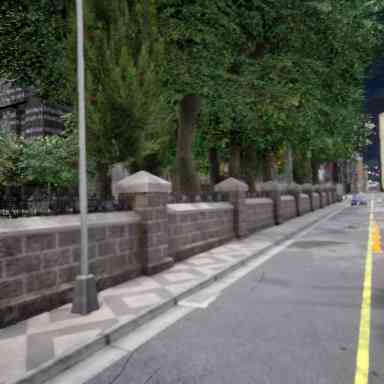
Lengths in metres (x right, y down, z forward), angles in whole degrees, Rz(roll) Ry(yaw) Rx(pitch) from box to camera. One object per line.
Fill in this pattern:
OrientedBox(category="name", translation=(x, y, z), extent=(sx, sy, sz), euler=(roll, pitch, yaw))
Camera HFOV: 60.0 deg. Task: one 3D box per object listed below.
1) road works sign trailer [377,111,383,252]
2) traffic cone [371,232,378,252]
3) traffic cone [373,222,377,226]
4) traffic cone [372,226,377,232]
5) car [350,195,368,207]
OrientedBox(category="road works sign trailer", translation=(4.248, 0.347, 5.072), extent=(2.380, 3.560, 2.880), euler=(-3, -1, 28))
OrientedBox(category="traffic cone", translation=(6.537, 1.821, 11.814), extent=(0.340, 0.580, 0.340), euler=(-3, -1, 29))
OrientedBox(category="traffic cone", translation=(8.450, 1.784, 15.327), extent=(0.340, 0.580, 0.340), euler=(-3, -1, 29))
OrientedBox(category="traffic cone", translation=(7.493, 1.802, 13.571), extent=(0.340, 0.580, 0.340), euler=(-3, -1, 29))
OrientedBox(category="car", translation=(22.035, 1.109, 43.910), extent=(1.882, 1.535, 5.008), euler=(-3, -1, 29))
